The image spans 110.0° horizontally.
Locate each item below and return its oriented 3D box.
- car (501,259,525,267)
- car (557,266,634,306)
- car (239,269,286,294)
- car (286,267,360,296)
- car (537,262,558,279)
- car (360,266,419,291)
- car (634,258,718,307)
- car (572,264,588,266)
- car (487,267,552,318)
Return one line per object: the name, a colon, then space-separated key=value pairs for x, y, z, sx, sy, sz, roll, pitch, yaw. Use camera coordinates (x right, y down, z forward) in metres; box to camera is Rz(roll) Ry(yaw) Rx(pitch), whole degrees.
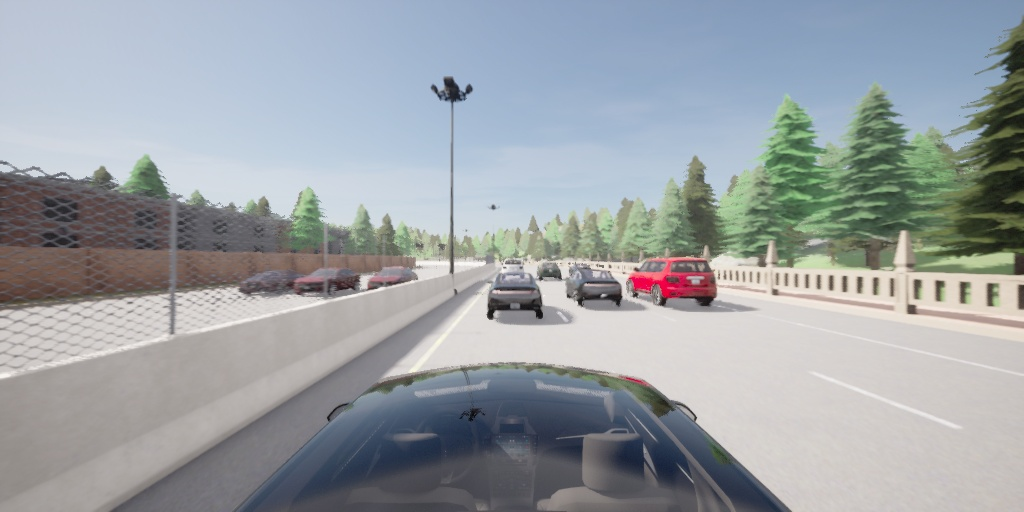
car: x=0.096 y=1.295 z=36.660 sx=2.150 sy=2.045 sz=5.566 roll=0 pitch=0 yaw=0
car: x=3.599 y=1.379 z=16.476 sx=2.128 sy=1.511 sz=4.902 roll=0 pitch=0 yaw=0
car: x=-14.098 y=1.496 z=21.528 sx=1.994 sy=1.385 sz=4.181 roll=0 pitch=-1 yaw=0
car: x=-10.599 y=1.405 z=21.022 sx=1.882 sy=1.535 sz=5.008 roll=0 pitch=-1 yaw=0
car: x=3.596 y=1.413 z=35.493 sx=2.097 sy=1.767 sz=4.553 roll=0 pitch=-1 yaw=0
car: x=-7.099 y=1.413 z=21.838 sx=1.882 sy=1.535 sz=5.008 roll=0 pitch=-1 yaw=0
car: x=7.098 y=1.110 z=16.534 sx=2.150 sy=2.045 sz=5.566 roll=0 pitch=0 yaw=0
car: x=7.096 y=1.574 z=37.657 sx=2.128 sy=1.511 sz=4.902 roll=0 pitch=0 yaw=0
car: x=0.098 y=1.351 z=13.450 sx=2.128 sy=1.511 sz=4.902 roll=0 pitch=0 yaw=0
